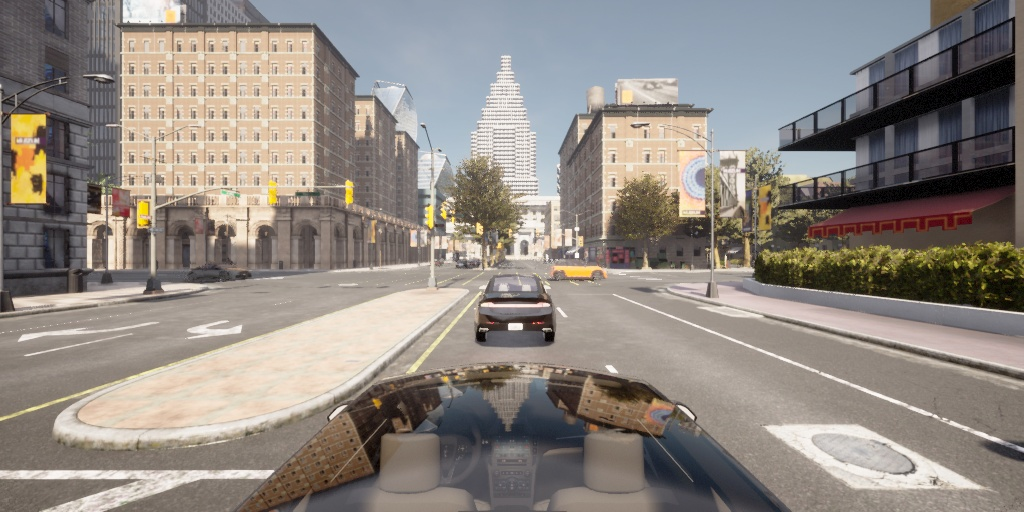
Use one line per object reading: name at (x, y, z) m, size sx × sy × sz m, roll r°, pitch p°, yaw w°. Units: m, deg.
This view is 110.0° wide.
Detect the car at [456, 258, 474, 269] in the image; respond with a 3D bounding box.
car at (-8.002, 1.241, 58.545) m, size 2.128 × 1.511 × 4.902 m, roll 0°, pitch 0°, yaw 0°

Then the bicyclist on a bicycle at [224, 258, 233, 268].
bicyclist on a bicycle at (-37.237, 1.050, 47.206) m, size 0.582 × 1.620 × 1.656 m, roll 0°, pitch 0°, yaw 0°

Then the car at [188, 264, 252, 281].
car at (-23.697, 1.314, 29.165) m, size 4.181 × 1.385 × 1.994 m, roll 0°, pitch 0°, yaw 3°

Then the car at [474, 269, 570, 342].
car at (0.082, 1.242, 9.797) m, size 2.128 × 1.511 × 4.902 m, roll 0°, pitch 0°, yaw 0°

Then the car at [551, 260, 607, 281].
car at (5.386, 1.102, 29.409) m, size 4.553 × 1.767 × 2.097 m, roll 0°, pitch 0°, yaw 0°
